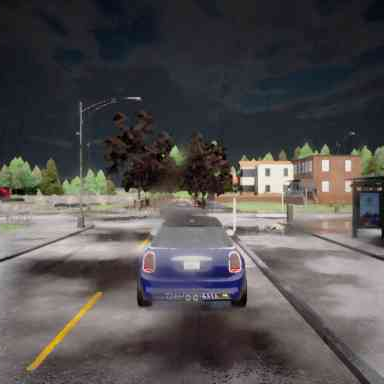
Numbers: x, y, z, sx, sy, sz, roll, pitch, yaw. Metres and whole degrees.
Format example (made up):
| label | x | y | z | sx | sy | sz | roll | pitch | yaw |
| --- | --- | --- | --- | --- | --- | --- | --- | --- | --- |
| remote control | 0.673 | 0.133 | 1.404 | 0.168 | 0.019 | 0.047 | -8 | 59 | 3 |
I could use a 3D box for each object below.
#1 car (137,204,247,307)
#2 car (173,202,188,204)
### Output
| label | x | y | z | sx | sy | sz | roll | pitch | yaw |
| --- | --- | --- | --- | --- | --- | --- | --- | --- | --- |
| car | 0.008 | 1.352 | 8.161 | 2.097 | 1.767 | 4.553 | 0 | 0 | 0 |
| car | -0.712 | 1.564 | 28.402 | 4.181 | 1.385 | 1.994 | 0 | 0 | 0 |
